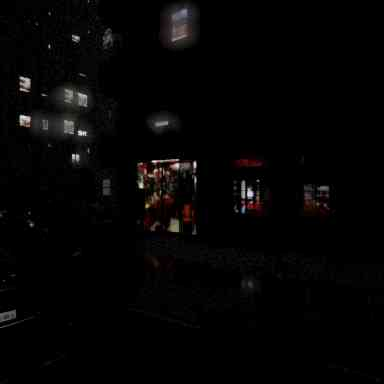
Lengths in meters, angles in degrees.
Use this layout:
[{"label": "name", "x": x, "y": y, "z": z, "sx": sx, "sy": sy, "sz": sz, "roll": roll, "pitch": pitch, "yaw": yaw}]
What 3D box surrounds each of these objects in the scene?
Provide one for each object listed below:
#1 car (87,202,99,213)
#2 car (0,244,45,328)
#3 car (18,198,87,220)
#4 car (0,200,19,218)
[{"label": "car", "x": -10.867, "y": 1.250, "z": 30.492, "sx": 1.752, "sy": 1.417, "sz": 4.829, "roll": 1, "pitch": 1, "yaw": 35}, {"label": "car", "x": -4.430, "y": 1.551, "z": 6.047, "sx": 4.403, "sy": 1.369, "sz": 2.008, "roll": 0, "pitch": 0, "yaw": 36}, {"label": "car", "x": -10.811, "y": 1.338, "z": 26.077, "sx": 1.994, "sy": 1.385, "sz": 4.181, "roll": 0, "pitch": 1, "yaw": 35}, {"label": "car", "x": -13.963, "y": 1.350, "z": 26.072, "sx": 2.008, "sy": 1.369, "sz": 4.403, "roll": 1, "pitch": 1, "yaw": 35}]
